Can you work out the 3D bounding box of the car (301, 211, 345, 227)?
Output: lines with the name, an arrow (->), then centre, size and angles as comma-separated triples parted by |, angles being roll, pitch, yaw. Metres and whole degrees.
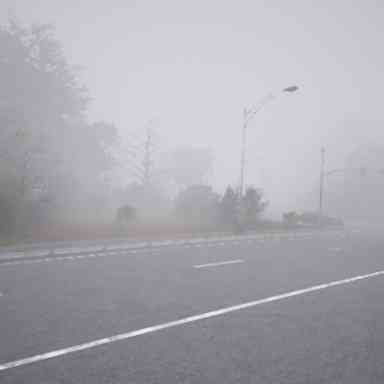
car -> 13.630, 2.786, 34.869 | 1.837, 1.490, 4.892 | 4, 0, -27
